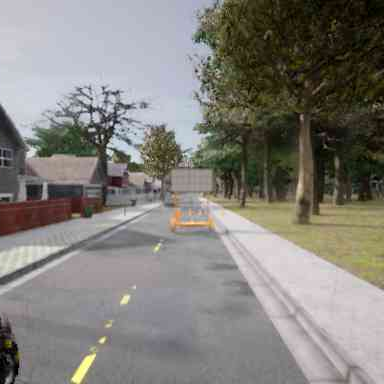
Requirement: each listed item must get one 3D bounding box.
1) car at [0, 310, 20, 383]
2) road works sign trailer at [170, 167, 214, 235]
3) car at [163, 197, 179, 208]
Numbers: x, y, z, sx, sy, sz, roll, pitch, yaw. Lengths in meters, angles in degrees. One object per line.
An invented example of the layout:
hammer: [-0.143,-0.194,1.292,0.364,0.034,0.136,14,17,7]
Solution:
car: [-2.850,1.559,1.896,1.994,1.385,4.181,0,0,0]
road works sign trailer: [0.000,0.418,18.508,2.380,3.560,2.880,0,0,0]
car: [-2.826,1.404,45.742,1.837,1.490,4.892,0,0,0]
